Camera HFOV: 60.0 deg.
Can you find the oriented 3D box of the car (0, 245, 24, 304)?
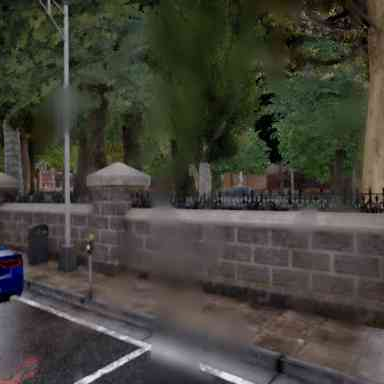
[{"bbox_3d":[-5.489,1.473,6.963,5.008,1.535,1.882,0,0,36],"label":"car"}]
